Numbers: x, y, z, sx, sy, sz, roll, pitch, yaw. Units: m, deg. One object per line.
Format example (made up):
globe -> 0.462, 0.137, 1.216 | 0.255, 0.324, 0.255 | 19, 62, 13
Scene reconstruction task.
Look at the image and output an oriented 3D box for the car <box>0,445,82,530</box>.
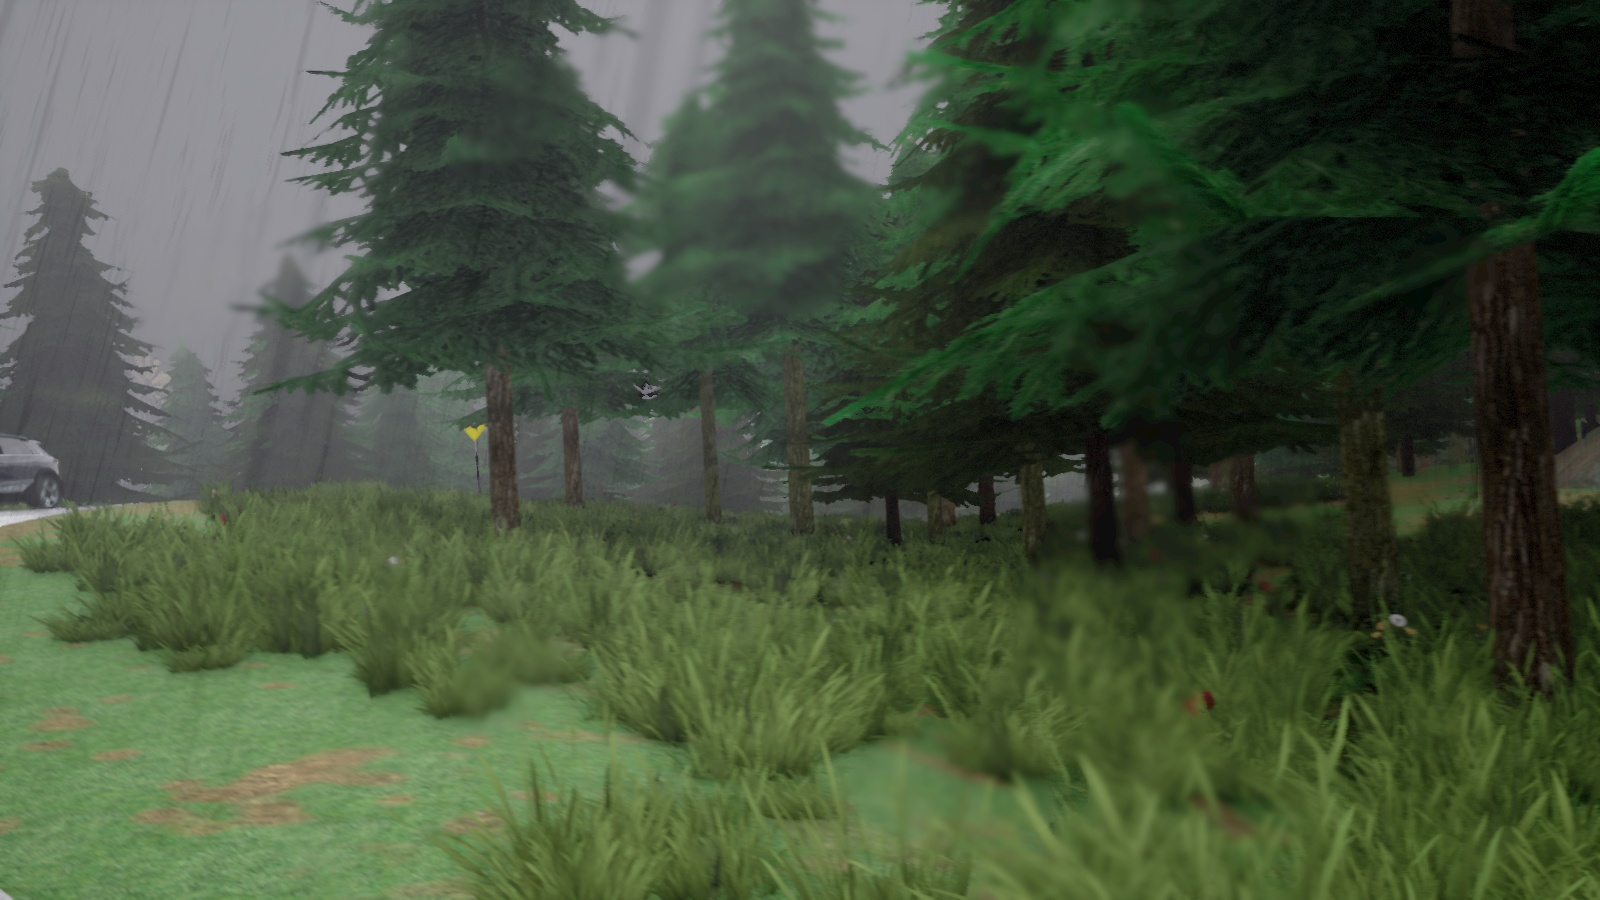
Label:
car -> -16.825, 0.801, 24.999 | 2.033, 1.649, 4.856 | -5, -1, 2
